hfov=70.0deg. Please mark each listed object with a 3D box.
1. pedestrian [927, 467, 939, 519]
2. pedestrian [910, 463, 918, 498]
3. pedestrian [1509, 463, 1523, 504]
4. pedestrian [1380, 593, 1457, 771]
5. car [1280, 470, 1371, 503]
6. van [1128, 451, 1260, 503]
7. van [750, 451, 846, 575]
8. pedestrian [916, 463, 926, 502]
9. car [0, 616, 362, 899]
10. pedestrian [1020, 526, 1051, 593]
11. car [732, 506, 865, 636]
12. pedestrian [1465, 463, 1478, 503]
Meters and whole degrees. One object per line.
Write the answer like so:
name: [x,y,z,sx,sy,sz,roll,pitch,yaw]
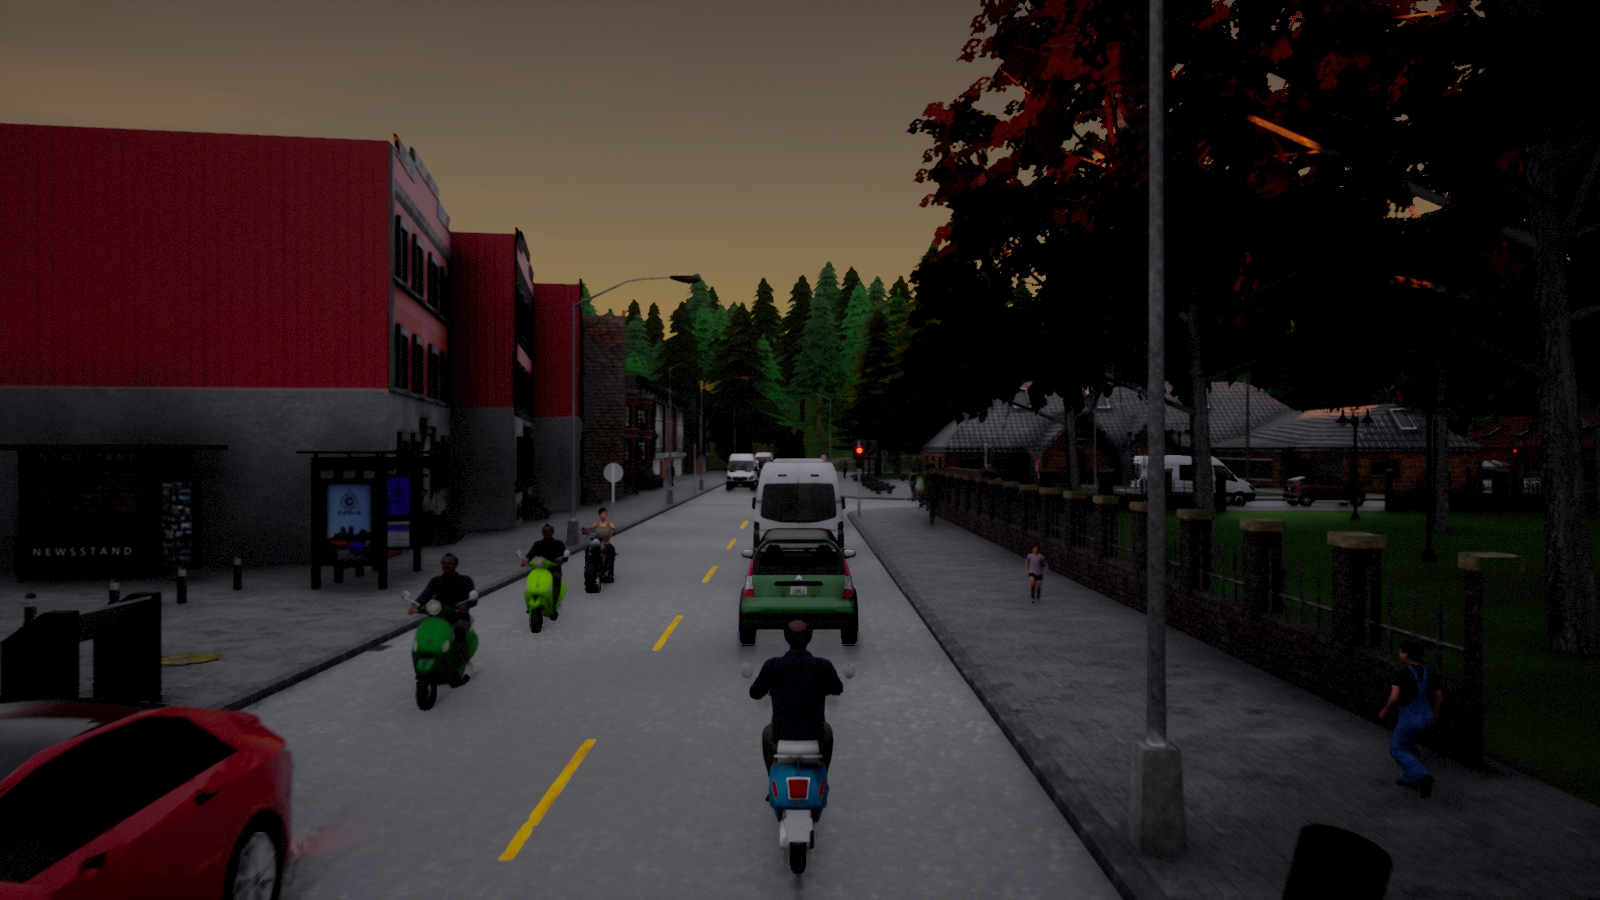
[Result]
pedestrian: [4.728,1.525,40.620,0.375,1.860,0.375,0,0,-7]
pedestrian: [6.106,1.627,61.352,0.375,1.860,0.375,0,0,15]
pedestrian: [32.467,1.524,51.814,0.375,1.860,0.375,0,0,-1]
pedestrian: [4.853,1.805,8.974,0.375,1.300,0.375,0,0,-14]
car: [26.124,1.805,56.887,3.705,1.549,1.789,0,0,0]
van: [19.587,1.313,56.950,5.915,2.561,1.988,0,0,1]
van: [-0.044,1.315,26.823,1.988,2.561,5.915,0,0,0]
pedestrian: [5.682,1.522,53.656,0.375,1.860,0.375,0,0,15]
car: [-4.016,1.841,5.129,2.231,1.480,4.892,0,0,0]
pedestrian: [4.110,1.904,19.960,0.500,1.100,0.500,0,0,9]
car: [-0.023,1.779,17.849,1.851,1.617,3.988,0,0,0]
pedestrian: [30.946,1.524,52.632,0.375,1.860,0.375,0,0,-4]
